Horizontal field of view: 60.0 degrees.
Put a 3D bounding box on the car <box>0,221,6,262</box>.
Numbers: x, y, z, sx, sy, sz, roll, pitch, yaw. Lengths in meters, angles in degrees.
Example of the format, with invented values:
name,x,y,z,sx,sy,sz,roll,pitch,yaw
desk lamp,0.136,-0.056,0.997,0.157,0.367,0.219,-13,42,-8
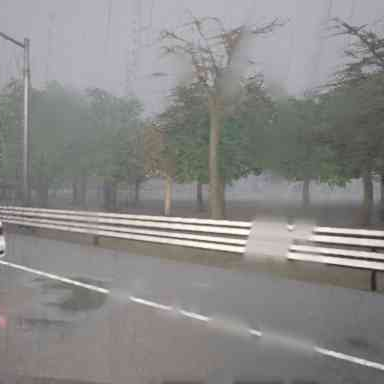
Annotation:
name,x,y,z,sx,sy,sz,roll,pitch,yaw
car,-7.522,1.180,9.634,5.566,2.045,2.150,0,0,37
